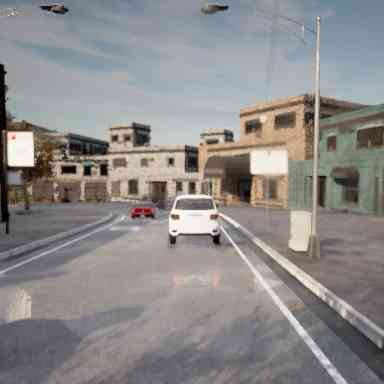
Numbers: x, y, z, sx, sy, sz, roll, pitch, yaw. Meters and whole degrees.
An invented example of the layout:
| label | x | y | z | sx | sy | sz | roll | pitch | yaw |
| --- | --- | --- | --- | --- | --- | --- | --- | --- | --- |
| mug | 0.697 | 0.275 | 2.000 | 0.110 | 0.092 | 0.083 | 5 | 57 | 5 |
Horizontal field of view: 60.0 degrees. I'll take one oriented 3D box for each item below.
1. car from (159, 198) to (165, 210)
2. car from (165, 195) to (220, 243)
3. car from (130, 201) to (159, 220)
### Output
| label | x | y | z | sx | sy | sz | roll | pitch | yaw |
| --- | --- | --- | --- | --- | --- | --- | --- | --- | --- |
| car | -2.200 | 1.252 | 34.825 | 2.033 | 1.411 | 5.357 | -1 | 1 | -24 |
| car | 0.105 | 1.143 | 15.815 | 2.150 | 2.045 | 5.566 | 0 | 0 | 0 |
| car | -3.822 | 1.438 | 26.536 | 1.895 | 1.301 | 4.718 | 0 | 0 | -6 |
